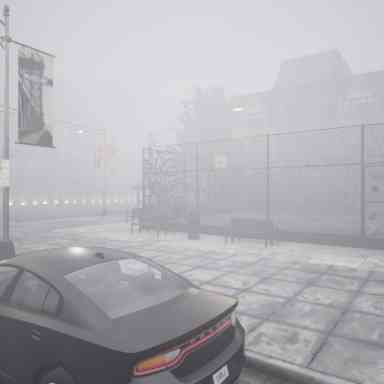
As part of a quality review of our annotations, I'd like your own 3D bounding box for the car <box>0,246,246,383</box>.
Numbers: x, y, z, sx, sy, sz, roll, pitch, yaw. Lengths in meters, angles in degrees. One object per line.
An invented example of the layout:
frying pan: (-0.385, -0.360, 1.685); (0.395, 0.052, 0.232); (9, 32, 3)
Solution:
car: (-1.763, 1.480, 4.390); (5.008, 1.535, 2.097); (0, 0, 35)
